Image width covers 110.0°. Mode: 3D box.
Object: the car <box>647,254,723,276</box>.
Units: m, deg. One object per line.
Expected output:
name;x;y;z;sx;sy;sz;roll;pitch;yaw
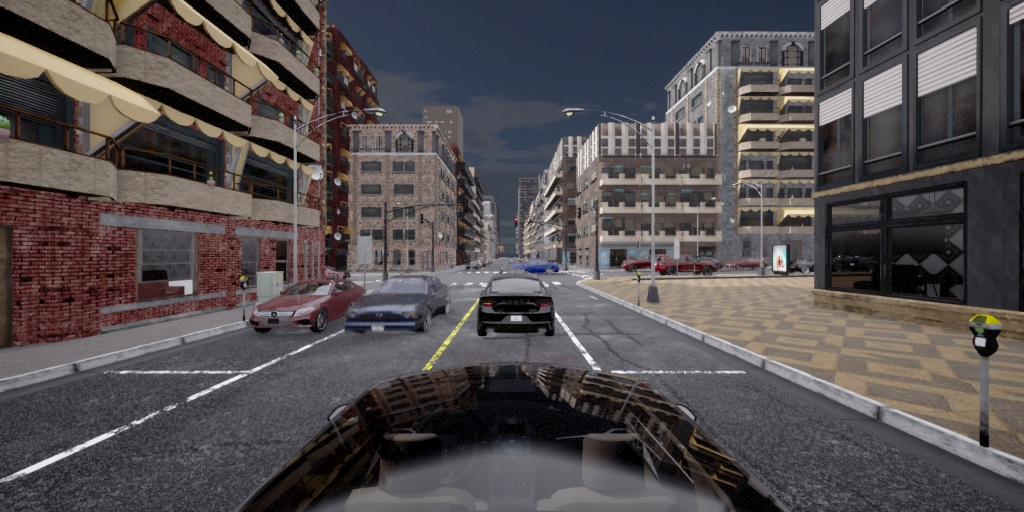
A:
car;14.699;0.778;30.713;5.009;1.841;2.192;0;0;-1

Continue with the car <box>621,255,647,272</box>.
car;14.562;0.764;39.093;5.009;1.841;2.192;0;0;-1

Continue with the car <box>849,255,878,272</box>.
car;31.340;0.717;30.865;4.313;1.339;1.948;0;0;-1

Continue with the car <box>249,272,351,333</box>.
car;-5.744;1.332;10.726;1.802;1.307;4.207;0;0;0

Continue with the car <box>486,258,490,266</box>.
car;-5.712;1.086;64.115;2.192;1.841;5.009;0;0;0

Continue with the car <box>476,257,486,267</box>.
car;-5.711;1.293;58.262;1.751;1.417;4.829;0;0;0

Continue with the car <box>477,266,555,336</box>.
car;0.096;1.227;10.388;1.882;1.535;5.008;0;0;0

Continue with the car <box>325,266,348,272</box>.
car;-17.188;1.610;33.010;4.181;1.385;1.994;-1;0;-1

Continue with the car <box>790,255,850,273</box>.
car;25.793;0.822;30.814;4.313;1.339;1.948;0;0;-1

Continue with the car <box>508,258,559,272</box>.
car;2.281;1.159;36.390;5.008;1.535;1.882;-1;0;-1

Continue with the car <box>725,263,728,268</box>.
car;18.754;0.881;36.541;4.892;1.490;1.837;-1;0;-1

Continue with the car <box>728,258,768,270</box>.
car;25.653;0.824;39.194;4.207;1.307;1.802;0;0;-1

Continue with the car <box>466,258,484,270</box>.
car;-5.708;1.330;52.750;1.948;1.339;4.313;0;0;0

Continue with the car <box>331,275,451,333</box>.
car;-3.106;1.297;10.970;2.033;1.411;5.357;0;0;0
